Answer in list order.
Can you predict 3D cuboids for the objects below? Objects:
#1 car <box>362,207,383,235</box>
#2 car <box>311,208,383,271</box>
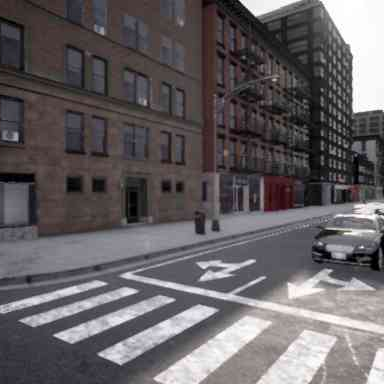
[{"bbox_3d":[11.292,1.601,19.200,1.895,1.301,4.718,0,0,36],"label":"car"},{"bbox_3d":[5.488,1.496,11.186,2.128,1.511,4.902,0,0,36],"label":"car"}]
